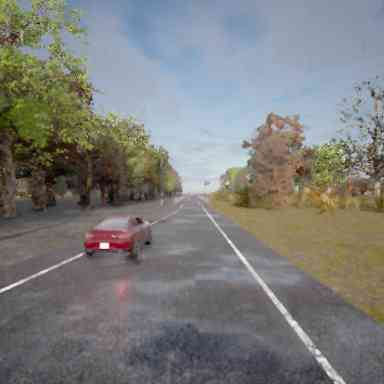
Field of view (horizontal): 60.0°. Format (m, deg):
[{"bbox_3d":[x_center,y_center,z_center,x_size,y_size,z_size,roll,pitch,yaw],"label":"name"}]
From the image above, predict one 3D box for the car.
[{"bbox_3d":[-2.747,1.580,13.063,1.812,1.442,4.674,0,0,2],"label":"car"}]
